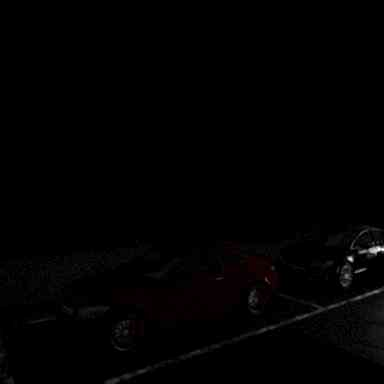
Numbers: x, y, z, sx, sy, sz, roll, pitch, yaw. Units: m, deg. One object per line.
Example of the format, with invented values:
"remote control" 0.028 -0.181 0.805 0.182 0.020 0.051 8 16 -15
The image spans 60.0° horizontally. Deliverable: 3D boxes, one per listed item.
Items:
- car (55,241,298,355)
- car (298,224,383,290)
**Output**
"car" -0.216 1.600 6.030 4.206 1.307 1.802 0 0 -35
"car" 4.196 1.599 9.166 4.403 1.369 2.008 0 0 -35
